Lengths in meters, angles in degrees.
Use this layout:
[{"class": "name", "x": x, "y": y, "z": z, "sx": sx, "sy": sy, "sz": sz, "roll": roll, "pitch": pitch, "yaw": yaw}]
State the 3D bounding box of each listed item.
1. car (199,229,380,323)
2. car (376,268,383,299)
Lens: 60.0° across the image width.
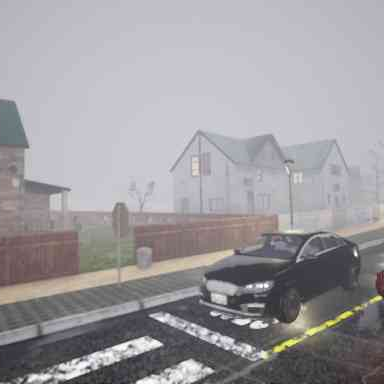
[{"class": "car", "x": 2.251, "y": 1.672, "z": 7.721, "sx": 4.902, "sy": 1.511, "sz": 2.128, "roll": 0, "pitch": -3, "yaw": -44}, {"class": "car", "x": 5.698, "y": 1.620, "z": 6.937, "sx": 4.718, "sy": 1.301, "sz": 1.895, "roll": 0, "pitch": -3, "yaw": -41}]
